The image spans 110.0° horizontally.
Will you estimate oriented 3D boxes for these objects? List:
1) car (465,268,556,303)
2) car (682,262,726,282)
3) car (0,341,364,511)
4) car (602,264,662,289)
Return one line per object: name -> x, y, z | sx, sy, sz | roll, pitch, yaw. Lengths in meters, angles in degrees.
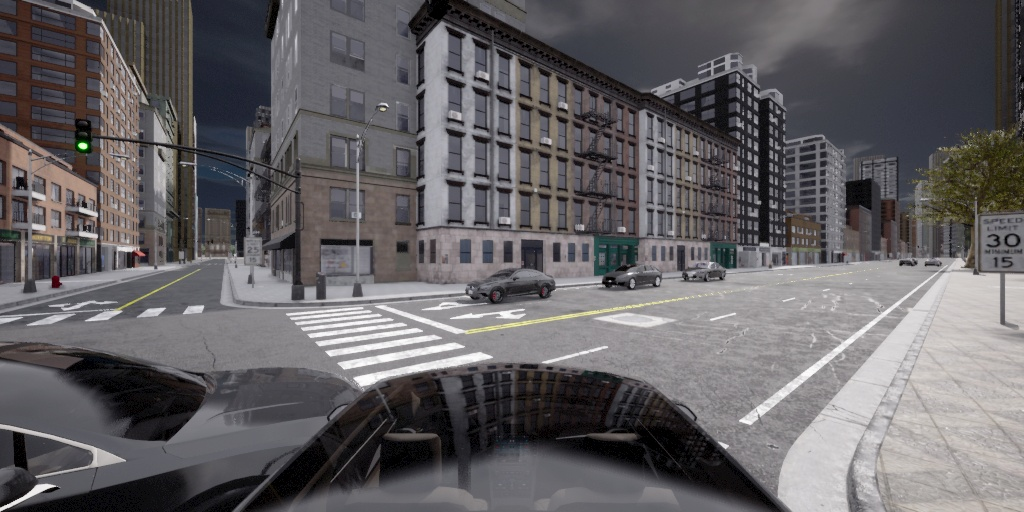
car -> 0.043, 1.287, 16.798 | 4.674, 1.442, 1.812 | 0, 0, -39
car -> 15.806, 1.237, 29.417 | 4.902, 1.511, 2.128 | 0, 0, -39
car -> -3.214, 1.257, 1.842 | 4.892, 1.490, 1.837 | 0, 0, -34
car -> 7.764, 1.259, 22.985 | 4.892, 1.490, 1.837 | 0, 0, -39
